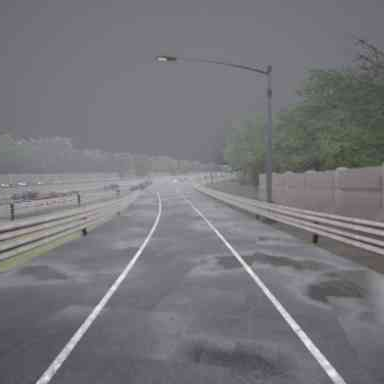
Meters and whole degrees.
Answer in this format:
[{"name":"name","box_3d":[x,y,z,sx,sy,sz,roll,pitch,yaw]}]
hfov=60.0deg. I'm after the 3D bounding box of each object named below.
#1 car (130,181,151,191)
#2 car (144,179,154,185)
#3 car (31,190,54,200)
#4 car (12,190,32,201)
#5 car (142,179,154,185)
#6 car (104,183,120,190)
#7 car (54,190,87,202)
[{"name":"car","box_3d":[-10.943,-1.032,68.546,2.033,1.411,5.357,1,4,13]},{"name":"car","box_3d":[-11.716,-1.841,81.036,2.033,1.411,5.357,1,4,13]},{"name":"car","box_3d":[-19.593,0.514,46.092,1.994,1.385,4.181,1,4,13]},{"name":"car","box_3d":[-23.007,0.413,46.860,2.128,1.511,4.902,1,4,13]},{"name":"car","box_3d":[-12.392,-2.860,93.943,2.097,1.767,4.553,1,4,13]},{"name":"car","box_3d":[-17.328,-1.239,72.053,2.128,1.511,4.902,1,4,13]},{"name":"car","box_3d":[-16.179,0.474,45.322,1.837,1.490,4.892,1,4,13]}]
